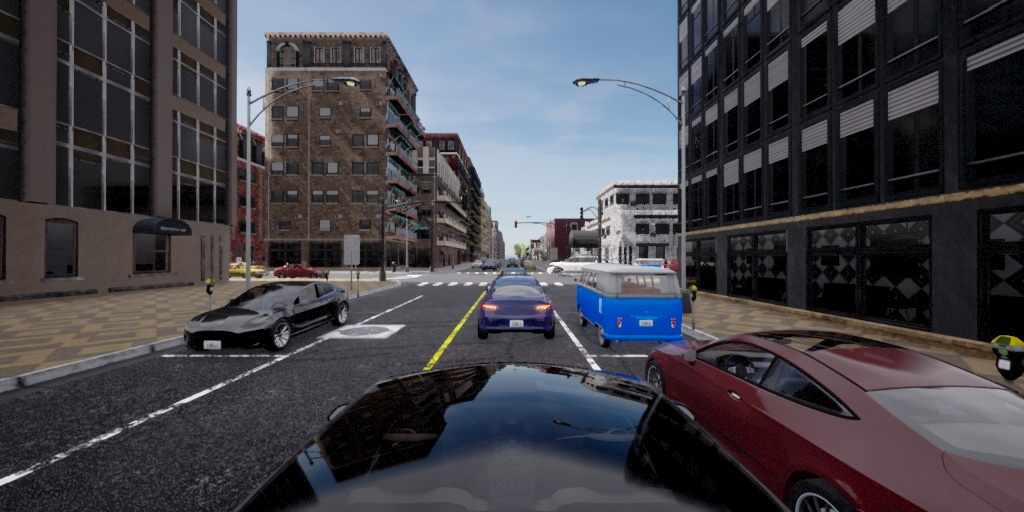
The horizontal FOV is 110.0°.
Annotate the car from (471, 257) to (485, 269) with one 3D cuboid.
[{"bbox_3d":[-5.687,1.316,59.114,1.751,1.417,4.829,0,0,0],"label":"car"}]

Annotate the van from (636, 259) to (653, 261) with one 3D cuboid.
[{"bbox_3d":[14.900,1.174,38.223,3.998,1.789,1.690,0,0,0],"label":"van"}]

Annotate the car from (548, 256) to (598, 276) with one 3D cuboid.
[{"bbox_3d":[6.502,1.021,36.396,5.566,2.045,2.150,0,0,11],"label":"car"}]

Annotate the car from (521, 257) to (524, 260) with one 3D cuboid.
[{"bbox_3d":[2.695,1.380,64.823,1.802,1.307,4.207,0,0,0],"label":"car"}]

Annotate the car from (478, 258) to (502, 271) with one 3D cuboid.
[{"bbox_3d":[-3.058,1.328,50.592,2.033,1.411,5.357,0,0,3],"label":"car"}]

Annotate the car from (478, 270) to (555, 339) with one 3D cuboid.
[{"bbox_3d":[0.101,1.277,9.959,1.812,1.442,4.674,0,0,0],"label":"car"}]

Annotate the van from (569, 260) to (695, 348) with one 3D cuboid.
[{"bbox_3d":[2.657,1.092,8.959,1.690,1.789,3.998,0,0,0],"label":"van"}]

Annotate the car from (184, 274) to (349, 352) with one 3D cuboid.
[{"bbox_3d":[-5.690,1.317,8.986,1.948,1.339,4.313,0,0,0],"label":"car"}]

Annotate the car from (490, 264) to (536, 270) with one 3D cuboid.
[{"bbox_3d":[0.093,1.317,18.411,1.994,1.385,4.181,0,0,0],"label":"car"}]

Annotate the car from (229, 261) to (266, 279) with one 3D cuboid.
[{"bbox_3d":[-22.958,1.215,29.755,4.829,1.417,1.751,0,0,0],"label":"car"}]

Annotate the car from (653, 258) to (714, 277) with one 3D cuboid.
[{"bbox_3d":[14.921,1.107,29.843,5.009,1.841,2.192,0,0,0],"label":"car"}]

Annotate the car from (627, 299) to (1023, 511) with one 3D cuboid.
[{"bbox_3d":[2.657,1.332,3.270,1.802,1.307,4.207,0,0,0],"label":"car"}]

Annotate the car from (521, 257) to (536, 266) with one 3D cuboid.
[{"bbox_3d":[2.694,1.309,53.915,1.751,1.417,4.829,0,0,0],"label":"car"}]

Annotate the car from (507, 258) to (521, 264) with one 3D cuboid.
[{"bbox_3d":[0.103,1.399,64.725,1.895,1.301,4.718,0,0,0],"label":"car"}]

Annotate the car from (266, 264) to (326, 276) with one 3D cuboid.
[{"bbox_3d":[-17.465,1.283,29.768,4.207,1.307,1.802,0,0,0],"label":"car"}]
